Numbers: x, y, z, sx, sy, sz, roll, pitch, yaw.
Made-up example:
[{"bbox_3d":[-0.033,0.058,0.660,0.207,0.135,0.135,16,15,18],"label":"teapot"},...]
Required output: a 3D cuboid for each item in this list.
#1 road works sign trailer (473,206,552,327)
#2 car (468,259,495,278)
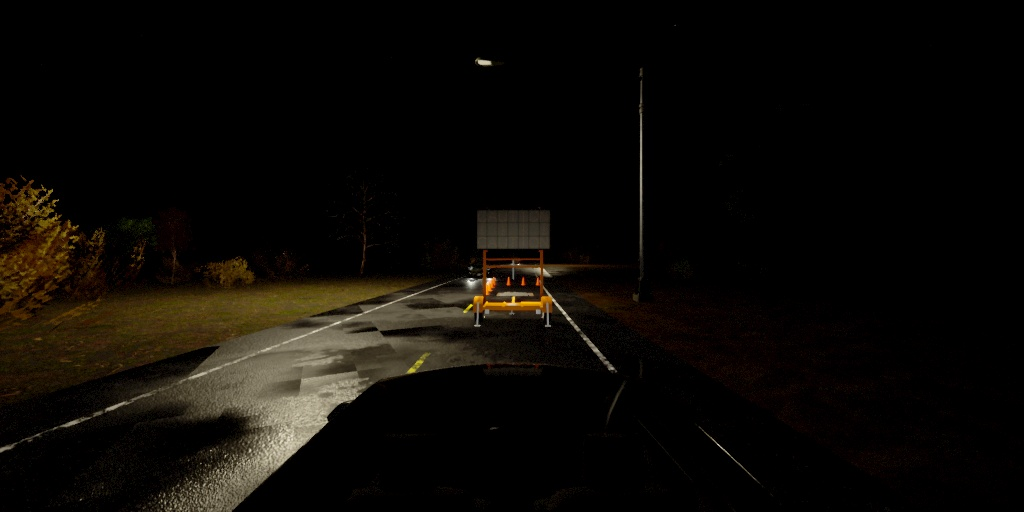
[{"bbox_3d":[0.042,0.214,11.548,2.380,3.560,2.880,0,0,1],"label":"road works sign trailer"},{"bbox_3d":[-2.849,1.099,34.018,2.097,1.767,4.553,0,0,2],"label":"car"}]
